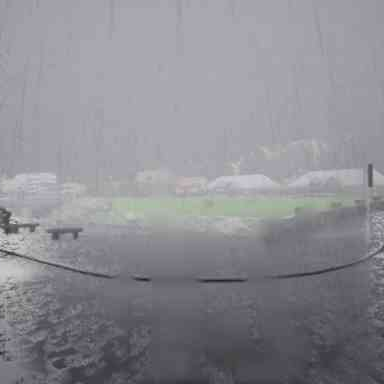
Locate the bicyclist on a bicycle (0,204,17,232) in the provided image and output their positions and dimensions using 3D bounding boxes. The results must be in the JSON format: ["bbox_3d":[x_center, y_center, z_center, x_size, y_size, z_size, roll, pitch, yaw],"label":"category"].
[{"bbox_3d":[-10.870,1.524,19.092,0.582,1.620,1.656,-1,1,41],"label":"bicyclist on a bicycle"}]
